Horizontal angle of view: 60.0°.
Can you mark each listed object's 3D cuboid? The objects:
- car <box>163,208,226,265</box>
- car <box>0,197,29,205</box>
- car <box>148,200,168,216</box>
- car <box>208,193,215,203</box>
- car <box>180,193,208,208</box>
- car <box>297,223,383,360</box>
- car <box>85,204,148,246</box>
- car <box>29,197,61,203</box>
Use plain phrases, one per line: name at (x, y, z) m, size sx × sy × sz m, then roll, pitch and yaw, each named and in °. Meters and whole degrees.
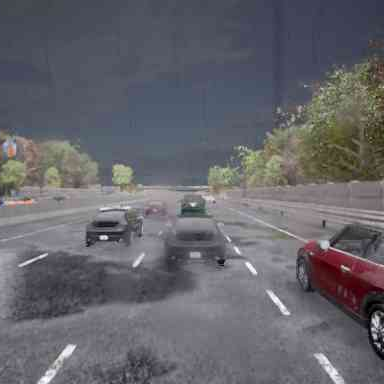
car at (0.096, 1.510, 11.689) m, size 1.837 × 1.490 × 4.892 m, roll 0°, pitch 0°, yaw 0°
car at (-21.082, 1.377, 40.510) m, size 2.097 × 1.767 × 4.553 m, roll 0°, pitch 0°, yaw 0°
car at (-3.401, 1.546, 32.970) m, size 1.812 × 1.442 × 4.674 m, roll 0°, pitch 0°, yaw 0°
car at (3.501, 1.242, 68.803) m, size 2.150 × 2.045 × 5.566 m, roll 0°, pitch 0°, yaw 0°
car at (0.096, 1.240, 31.141) m, size 2.150 × 2.045 × 5.566 m, roll 0°, pitch 0°, yaw 0°
car at (3.539, 1.332, 6.064) m, size 2.097 × 1.767 × 4.553 m, roll 0°, pitch 0°, yaw 0°
car at (-3.401, 1.512, 15.256) m, size 1.837 × 1.490 × 4.892 m, roll 0°, pitch 0°, yaw 0°
car at (-17.582, 1.377, 40.839) m, size 2.097 × 1.767 × 4.553 m, roll 0°, pitch 0°, yaw 0°
